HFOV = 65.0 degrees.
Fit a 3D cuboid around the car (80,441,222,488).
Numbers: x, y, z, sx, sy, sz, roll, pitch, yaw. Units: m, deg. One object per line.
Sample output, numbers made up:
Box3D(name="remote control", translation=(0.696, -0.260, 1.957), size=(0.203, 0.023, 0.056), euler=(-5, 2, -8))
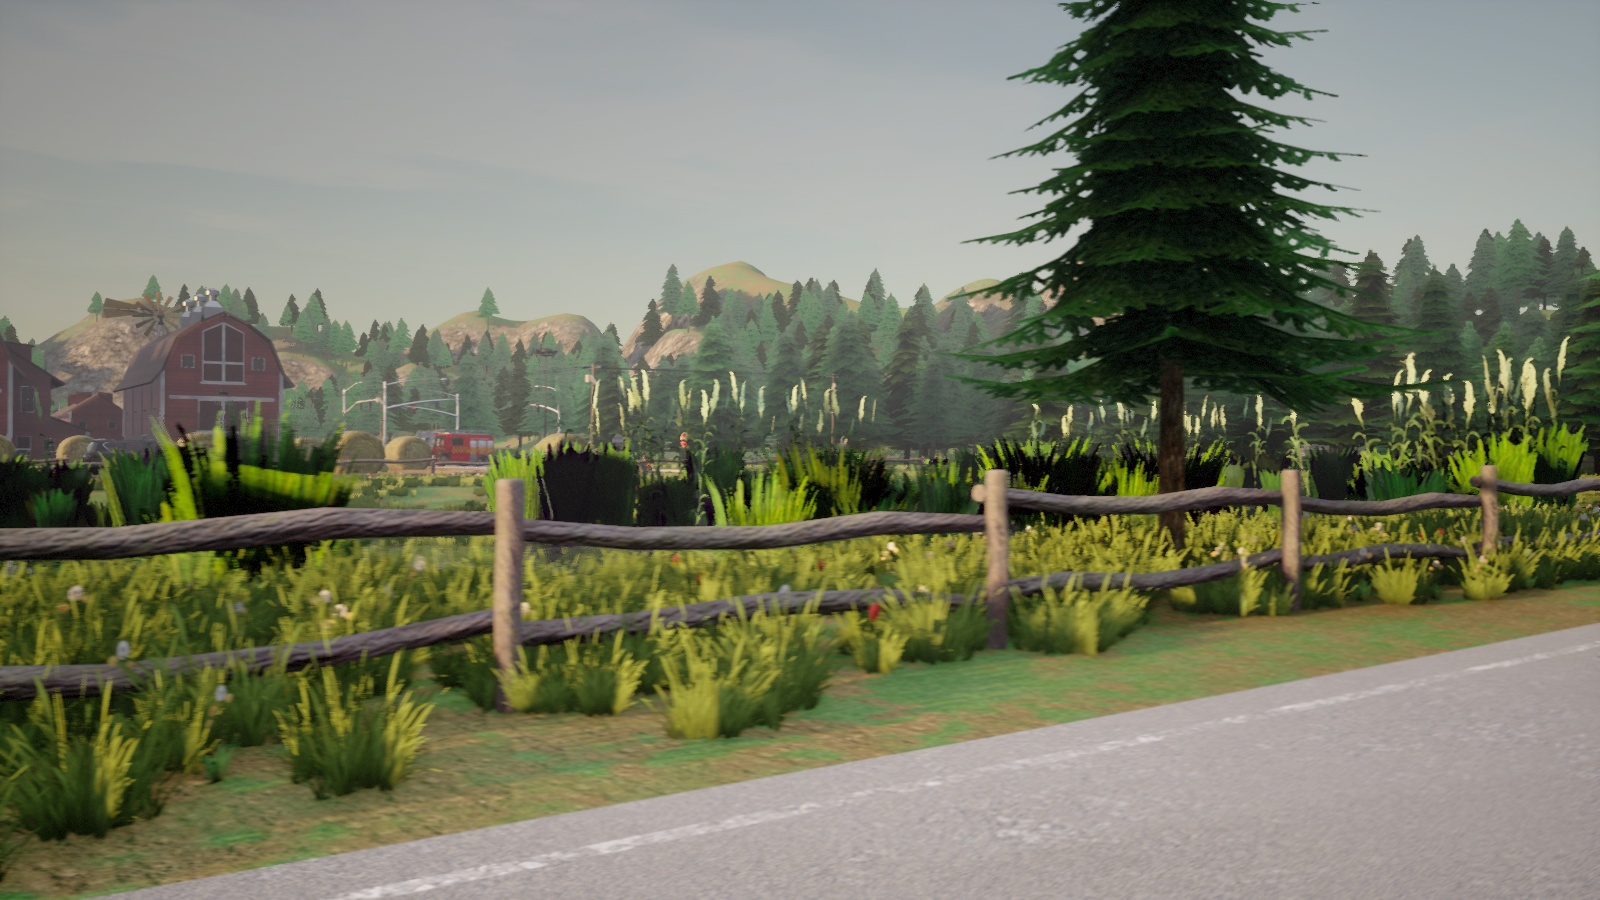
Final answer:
Box3D(name="car", translation=(-29.613, 0.643, 57.330), size=(5.566, 2.045, 2.150), euler=(0, 0, -33))
